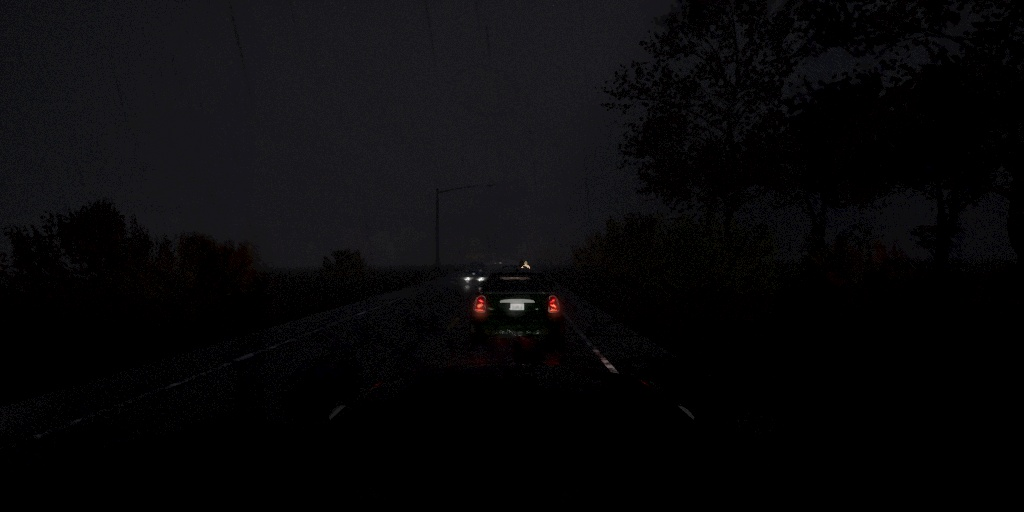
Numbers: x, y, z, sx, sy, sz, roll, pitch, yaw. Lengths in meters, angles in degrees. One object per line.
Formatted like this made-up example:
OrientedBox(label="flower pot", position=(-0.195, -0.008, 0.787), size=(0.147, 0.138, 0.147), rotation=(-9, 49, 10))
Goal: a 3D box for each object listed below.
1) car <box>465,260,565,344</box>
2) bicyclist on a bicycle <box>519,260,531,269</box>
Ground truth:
OrientedBox(label="car", position=(0.115, 1.099, 9.751), size=(2.097, 1.767, 4.553), rotation=(0, 0, 0))
OrientedBox(label="bicyclist on a bicycle", position=(0.982, 1.177, 25.574), size=(0.866, 1.612, 1.509), rotation=(0, 0, 1))
